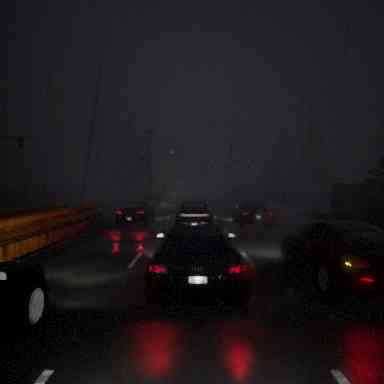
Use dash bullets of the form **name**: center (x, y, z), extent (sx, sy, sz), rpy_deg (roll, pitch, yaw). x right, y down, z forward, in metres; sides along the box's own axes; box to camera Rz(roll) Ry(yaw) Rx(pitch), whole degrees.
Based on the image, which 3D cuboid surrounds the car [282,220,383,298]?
- **car**: center (3.597, 1.410, 8.091), extent (1.812, 1.442, 4.674), rpy_deg (0, 1, 0)

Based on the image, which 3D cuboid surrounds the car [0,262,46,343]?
- **car**: center (-3.401, 1.424, 3.674), extent (1.882, 1.535, 5.008), rpy_deg (0, 1, 0)

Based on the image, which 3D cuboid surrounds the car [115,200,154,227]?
- **car**: center (-3.419, 1.239, 20.364), extent (1.812, 1.442, 4.674), rpy_deg (0, 1, 0)

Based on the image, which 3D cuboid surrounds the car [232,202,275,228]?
- **car**: center (3.598, 1.283, 19.931), extent (1.994, 1.385, 4.181), rpy_deg (0, 1, 0)

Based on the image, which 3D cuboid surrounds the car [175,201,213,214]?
- **car**: center (0.099, 1.242, 17.689), extent (2.128, 1.511, 4.902), rpy_deg (0, 1, 0)

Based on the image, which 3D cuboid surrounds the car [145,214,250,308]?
- **car**: center (0.100, 1.454, 7.743), extent (1.994, 1.385, 4.181), rpy_deg (0, 1, 0)
